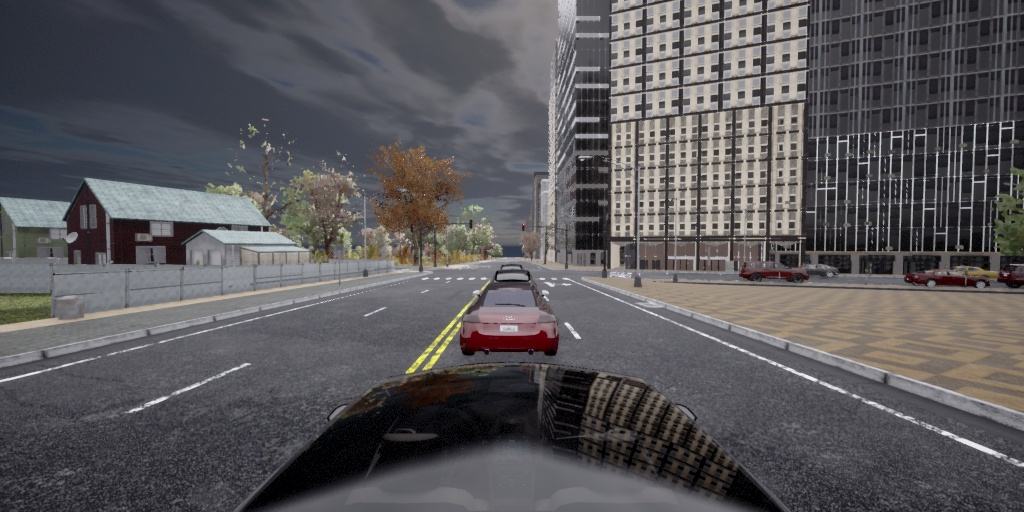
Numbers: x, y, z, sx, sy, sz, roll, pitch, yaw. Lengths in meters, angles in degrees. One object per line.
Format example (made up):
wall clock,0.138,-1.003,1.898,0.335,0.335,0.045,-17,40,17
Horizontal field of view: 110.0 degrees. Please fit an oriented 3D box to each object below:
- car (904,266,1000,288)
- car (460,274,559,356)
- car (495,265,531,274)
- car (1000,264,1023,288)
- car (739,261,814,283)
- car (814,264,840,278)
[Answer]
car,33.631,1.715,27.828,4.507,1.381,1.888,0,0,20
car,-0.032,1.311,8.642,1.994,1.385,4.181,0,0,1
car,0.030,1.251,14.027,1.837,1.490,4.892,0,0,0
car,38.956,1.530,25.884,5.009,1.841,2.192,0,0,20
car,22.980,1.394,31.714,5.009,1.841,2.192,0,0,20
car,31.007,1.469,37.171,4.403,1.370,2.007,0,0,20
